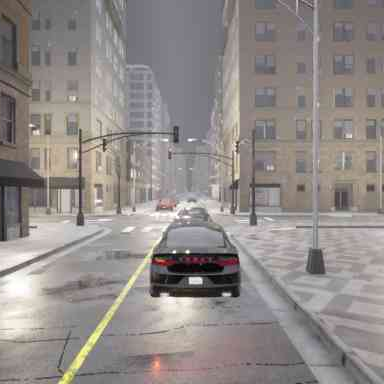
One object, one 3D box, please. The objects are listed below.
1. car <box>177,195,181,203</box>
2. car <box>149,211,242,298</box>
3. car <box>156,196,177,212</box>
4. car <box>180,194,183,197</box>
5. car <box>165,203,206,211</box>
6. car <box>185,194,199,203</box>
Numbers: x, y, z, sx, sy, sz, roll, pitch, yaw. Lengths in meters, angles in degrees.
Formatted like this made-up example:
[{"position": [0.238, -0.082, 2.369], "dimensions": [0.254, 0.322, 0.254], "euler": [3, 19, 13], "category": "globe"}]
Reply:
[{"position": [-3.139, 1.543, 49.492], "dimensions": [2.033, 1.411, 5.357], "euler": [0, 0, 0], "category": "car"}, {"position": [0.063, 1.477, 8.582], "dimensions": [1.882, 1.535, 5.008], "euler": [0, 0, 0], "category": "car"}, {"position": [-3.156, 1.474, 39.761], "dimensions": [1.882, 1.535, 5.008], "euler": [0, 0, -1], "category": "car"}, {"position": [-3.155, 1.500, 59.667], "dimensions": [1.837, 1.490, 4.892], "euler": [0, 0, 0], "category": "car"}, {"position": [0.081, 1.546, 18.392], "dimensions": [2.033, 1.411, 5.357], "euler": [0, 0, 6], "category": "car"}, {"position": [-0.018, 1.596, 68.473], "dimensions": [1.895, 1.301, 4.718], "euler": [0, 0, 0], "category": "car"}]
